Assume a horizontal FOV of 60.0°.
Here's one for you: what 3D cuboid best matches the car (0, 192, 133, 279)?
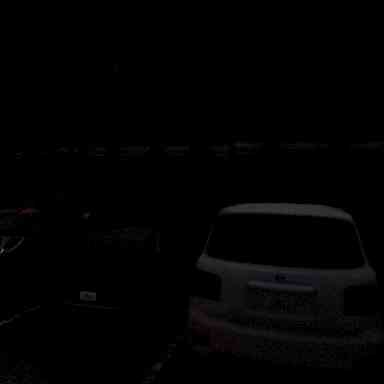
[{"bbox_3d":[-3.434,1.036,9.212,2.435,2.045,5.566,2,0,15],"label":"car"}]

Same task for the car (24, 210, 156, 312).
[{"bbox_3d":[-0.972,1.362,7.498,2.231,1.521,4.892,1,0,15],"label":"car"}]

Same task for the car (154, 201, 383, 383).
[{"bbox_3d":[1.530,1.184,5.795,2.435,2.045,5.566,1,0,15],"label":"car"}]
